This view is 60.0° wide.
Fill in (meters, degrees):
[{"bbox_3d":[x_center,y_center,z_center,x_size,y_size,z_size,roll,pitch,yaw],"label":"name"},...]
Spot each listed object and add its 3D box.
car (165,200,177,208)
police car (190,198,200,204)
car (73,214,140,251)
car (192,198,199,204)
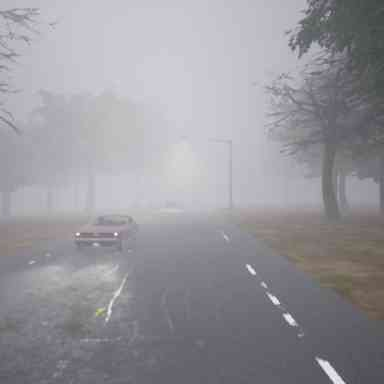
[{"bbox_3d":[-3.546,2.104,57.130,1.895,1.301,4.718,0,-1,1],"label":"car"},{"bbox_3d":[1.057,2.299,85.172,1.930,1.638,5.238,0,-1,0],"label":"police car"},{"bbox_3d":[-3.599,1.684,14.729,1.895,1.301,4.718,0,0,0],"label":"car"},{"bbox_3d":[1.057,2.520,95.063,1.837,1.490,4.892,0,-1,0],"label":"car"}]
